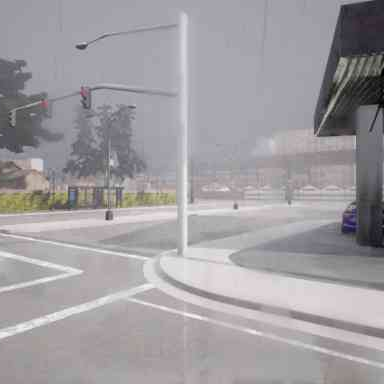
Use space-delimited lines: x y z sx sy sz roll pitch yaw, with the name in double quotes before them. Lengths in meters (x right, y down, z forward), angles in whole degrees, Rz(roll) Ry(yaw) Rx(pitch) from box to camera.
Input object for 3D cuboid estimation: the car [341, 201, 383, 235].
"car" 9.490 1.295 17.698 2.242 1.667 4.611 0 0 37
